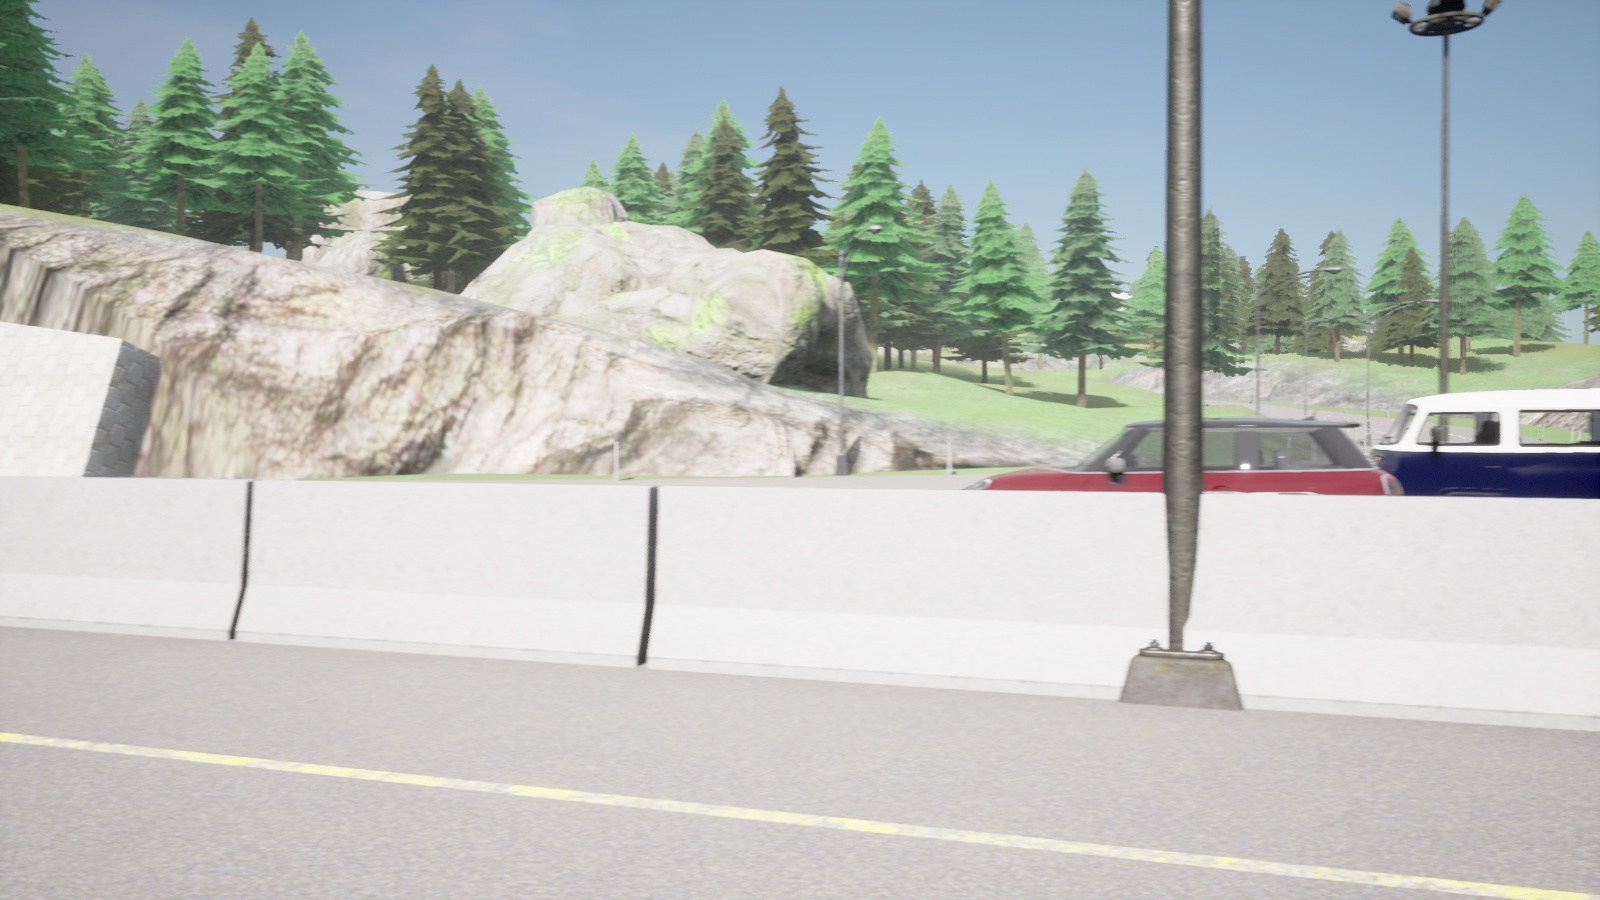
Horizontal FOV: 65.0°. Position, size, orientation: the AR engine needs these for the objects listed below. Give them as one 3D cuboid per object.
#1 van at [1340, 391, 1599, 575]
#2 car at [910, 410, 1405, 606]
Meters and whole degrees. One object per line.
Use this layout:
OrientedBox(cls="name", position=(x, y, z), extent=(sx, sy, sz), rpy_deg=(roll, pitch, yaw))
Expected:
OrientedBox(cls="van", position=(8.963, 0.352, 14.943), extent=(4.480, 2.038, 2.069), rpy_deg=(1, 1, 19))
OrientedBox(cls="car", position=(3.620, 0.486, 13.050), extent=(4.553, 1.767, 2.097), rpy_deg=(1, 1, 19))
